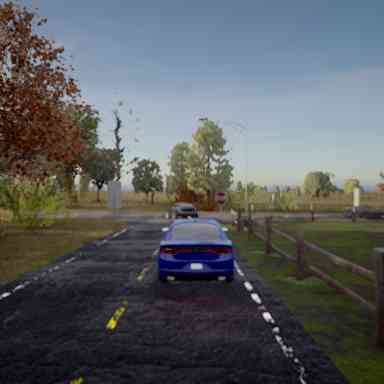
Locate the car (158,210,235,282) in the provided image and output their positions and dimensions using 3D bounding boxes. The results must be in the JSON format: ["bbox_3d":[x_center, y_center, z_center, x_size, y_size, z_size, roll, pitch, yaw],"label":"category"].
[{"bbox_3d":[0.099,1.522,9.948,1.882,1.535,5.008,0,0,0],"label":"car"}]

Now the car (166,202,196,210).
[{"bbox_3d":[-0.892,1.626,27.326,1.837,1.490,4.892,2,-1,-15],"label":"car"}]

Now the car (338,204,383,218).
[{"bbox_3d":[17.724,1.964,35.041,4.181,1.385,1.994,1,1,0],"label":"car"}]
